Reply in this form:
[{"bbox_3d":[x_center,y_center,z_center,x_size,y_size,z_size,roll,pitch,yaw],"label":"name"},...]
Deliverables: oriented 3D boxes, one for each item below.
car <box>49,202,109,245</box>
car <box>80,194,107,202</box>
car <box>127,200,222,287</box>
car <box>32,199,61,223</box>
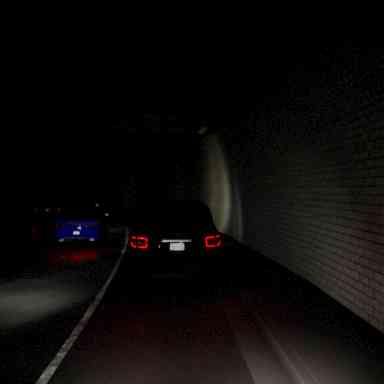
[{"bbox_3d":[-5.066,1.477,15.753,1.882,1.535,5.008,0,0,-10],"label":"car"},{"bbox_3d":[-9.072,1.221,30.908,2.150,2.045,5.566,0,0,-21],"label":"car"},{"bbox_3d":[-0.589,1.220,9.522,2.150,2.045,5.566,0,0,-6],"label":"car"},{"bbox_3d":[-11.124,1.351,26.079,2.097,1.767,4.553,0,0,-18],"label":"car"}]
